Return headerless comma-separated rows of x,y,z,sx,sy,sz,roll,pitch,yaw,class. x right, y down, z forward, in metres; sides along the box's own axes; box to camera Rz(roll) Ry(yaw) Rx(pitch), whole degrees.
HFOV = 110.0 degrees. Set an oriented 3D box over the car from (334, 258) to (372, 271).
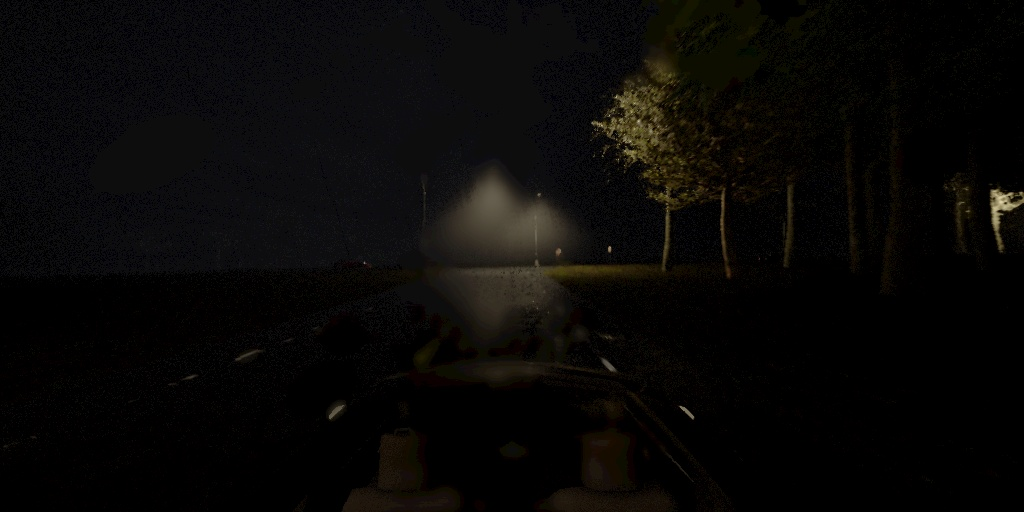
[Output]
-21.191,1.017,47.946,4.553,1.767,2.097,-1,-2,0,car
